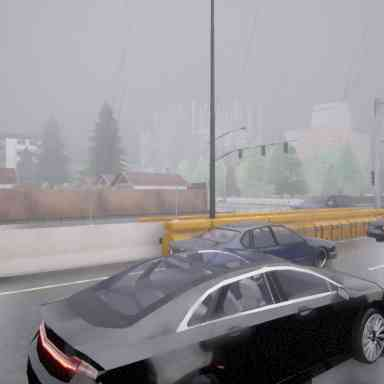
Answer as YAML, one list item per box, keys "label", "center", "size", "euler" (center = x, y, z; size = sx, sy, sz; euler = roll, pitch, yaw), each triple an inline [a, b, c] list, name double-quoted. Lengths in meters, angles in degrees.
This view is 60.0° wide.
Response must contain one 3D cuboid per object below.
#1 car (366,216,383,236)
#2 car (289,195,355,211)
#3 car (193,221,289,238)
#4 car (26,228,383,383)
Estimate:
- label: "car"
  center: [10.051, 1.547, 15.157]
  size: [5.357, 1.411, 2.033]
  euler: [0, 0, -35]
- label: "car"
  center: [9.137, 1.218, 23.217]
  size: [5.566, 2.045, 2.150]
  euler: [0, 0, -35]
- label: "car"
  center: [1.845, 1.547, 9.344]
  size: [5.357, 1.411, 2.033]
  euler: [0, 0, -35]
- label: "car"
  center: [0.649, 1.492, 4.200]
  size: [4.902, 1.511, 2.128]
  euler: [0, 0, -35]
